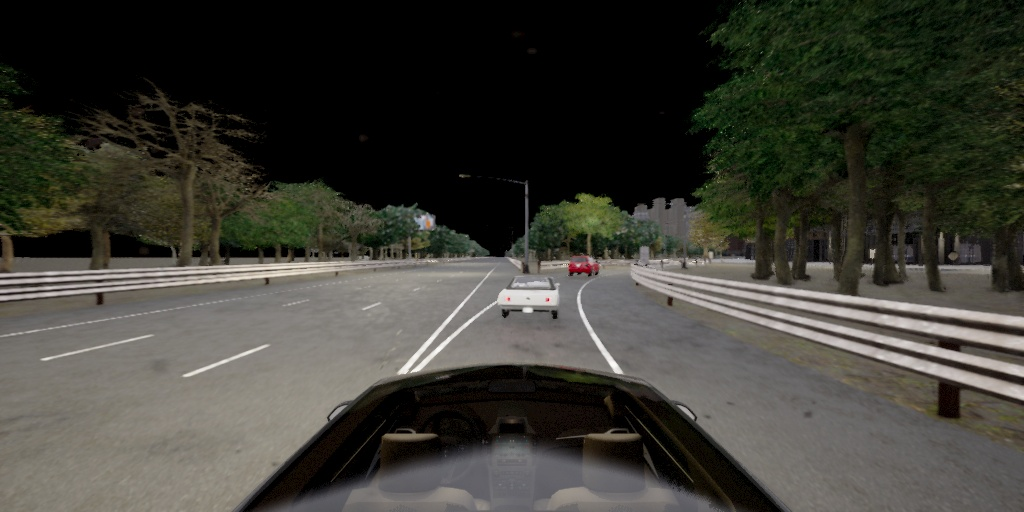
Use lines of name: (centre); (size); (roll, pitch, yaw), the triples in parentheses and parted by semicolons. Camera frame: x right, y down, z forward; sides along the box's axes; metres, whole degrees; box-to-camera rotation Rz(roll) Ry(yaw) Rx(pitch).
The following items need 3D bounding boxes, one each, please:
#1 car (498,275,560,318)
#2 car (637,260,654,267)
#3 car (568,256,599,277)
car: (0.793, 1.355, 13.095); (1.895, 1.301, 4.718); (0, 0, 8)
car: (21.290, 1.310, 57.828); (1.812, 1.442, 4.674); (0, 0, 41)
car: (7.241, 1.017, 35.881); (2.150, 2.045, 5.566); (0, 0, 24)
